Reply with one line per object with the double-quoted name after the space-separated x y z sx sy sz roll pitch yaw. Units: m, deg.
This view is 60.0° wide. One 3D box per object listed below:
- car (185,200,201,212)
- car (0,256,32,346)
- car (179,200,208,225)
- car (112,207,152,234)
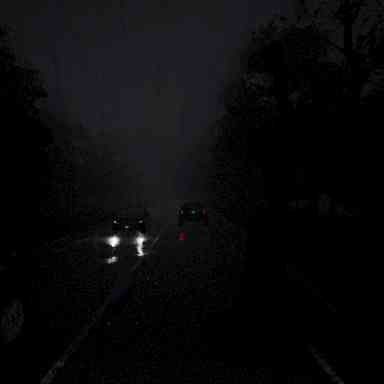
0.098 1.754 42.390 1.994 1.385 4.181 0 0 0 "car"
-3.583 1.510 3.597 2.128 1.511 4.902 0 0 0 "car"
0.098 1.481 25.671 2.097 1.767 4.553 0 0 0 "car"
-3.499 1.628 20.208 1.812 1.442 4.674 0 0 0 "car"
